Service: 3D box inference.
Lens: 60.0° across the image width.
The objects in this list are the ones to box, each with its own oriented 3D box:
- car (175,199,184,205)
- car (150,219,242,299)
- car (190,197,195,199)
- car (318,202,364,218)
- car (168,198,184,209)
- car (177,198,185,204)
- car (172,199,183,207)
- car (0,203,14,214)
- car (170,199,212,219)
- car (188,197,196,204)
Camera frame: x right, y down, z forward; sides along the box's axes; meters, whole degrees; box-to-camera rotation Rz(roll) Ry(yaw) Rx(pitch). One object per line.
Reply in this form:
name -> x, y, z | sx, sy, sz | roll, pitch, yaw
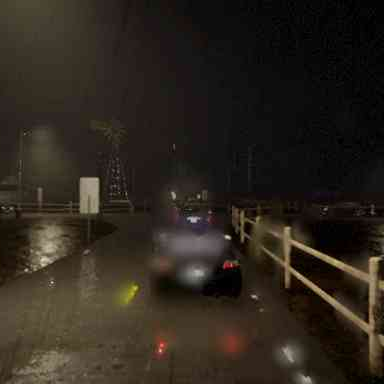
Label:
car -> -2.733, 2.254, 74.179 | 1.994, 1.385, 4.181 | 0, -1, 0
car -> 0.098, 1.621, 8.650 | 1.994, 1.385, 4.181 | 0, 0, 0
car -> 0.022, 2.320, 81.387 | 1.812, 1.442, 4.674 | 0, -1, 0
car -> 16.303, 1.916, 36.649 | 4.553, 1.767, 2.097 | 1, -2, 0
car -> -2.831, 1.956, 54.425 | 2.128, 1.511, 4.902 | 0, -1, 0
car -> -2.727, 2.308, 84.308 | 1.882, 1.535, 5.008 | 0, -1, 0
car -> -2.778, 2.055, 64.228 | 1.882, 1.535, 5.008 | 0, -1, 1
car -> -20.302, 1.458, 33.026 | 4.892, 1.490, 1.837 | 1, -2, 0
car -> 0.058, 1.484, 18.909 | 2.097, 1.767, 4.553 | 0, 0, -1
car -> 0.028, 2.328, 94.068 | 2.097, 1.767, 4.553 | 0, -1, 0
